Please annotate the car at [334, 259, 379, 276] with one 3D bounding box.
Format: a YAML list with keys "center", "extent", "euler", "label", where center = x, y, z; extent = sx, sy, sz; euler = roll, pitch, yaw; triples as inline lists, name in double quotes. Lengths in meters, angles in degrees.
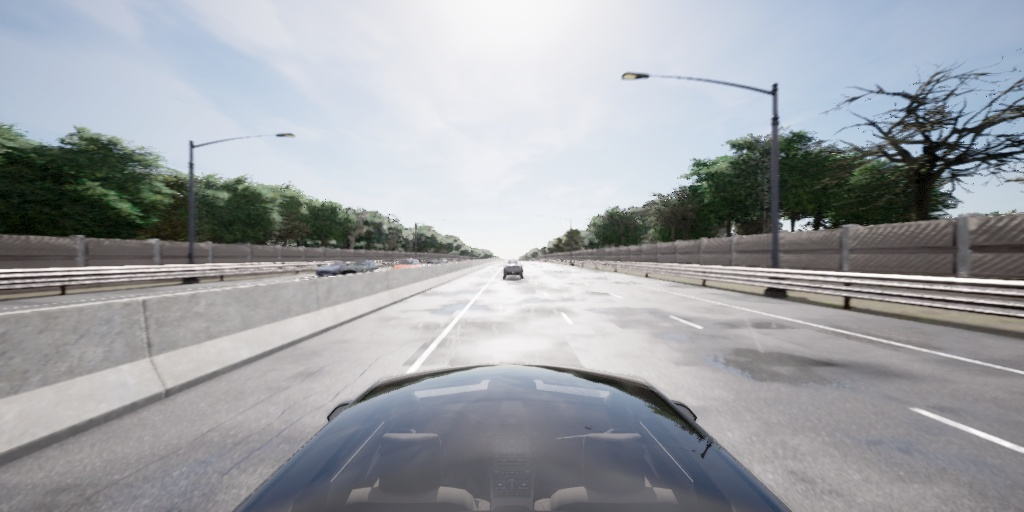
- center: [-14.058, 1.120, 33.237]
  extent: [2.097, 1.767, 4.553]
  euler: [0, 0, 0]
  label: "car"

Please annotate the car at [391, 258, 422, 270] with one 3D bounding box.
- center: [-10.562, 1.123, 36.222]
  extent: [2.097, 1.767, 4.553]
  euler: [0, 0, 0]
  label: "car"

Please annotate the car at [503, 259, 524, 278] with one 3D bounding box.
- center: [0.113, 1.261, 33.843]
  extent: [2.128, 1.511, 4.902]
  euler: [0, 0, 0]
  label: "car"

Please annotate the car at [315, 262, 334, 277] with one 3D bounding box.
- center: [-17.563, 1.319, 36.080]
  extent: [2.033, 1.411, 5.357]
  euler: [0, 0, 0]
  label: "car"
